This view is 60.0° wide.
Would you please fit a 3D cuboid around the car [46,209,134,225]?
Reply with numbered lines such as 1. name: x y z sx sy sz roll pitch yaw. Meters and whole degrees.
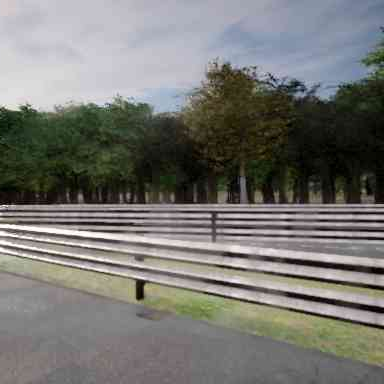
1. car: -5.650 1.573 18.195 4.718 1.301 1.895 -1 -1 23
